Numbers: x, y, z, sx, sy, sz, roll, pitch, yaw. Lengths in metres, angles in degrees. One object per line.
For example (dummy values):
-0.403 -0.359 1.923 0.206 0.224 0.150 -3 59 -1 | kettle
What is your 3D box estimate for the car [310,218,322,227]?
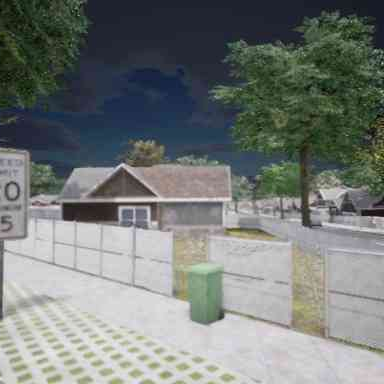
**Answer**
18.521 4.655 51.448 1.994 1.385 4.181 -1 -3 4 | car
